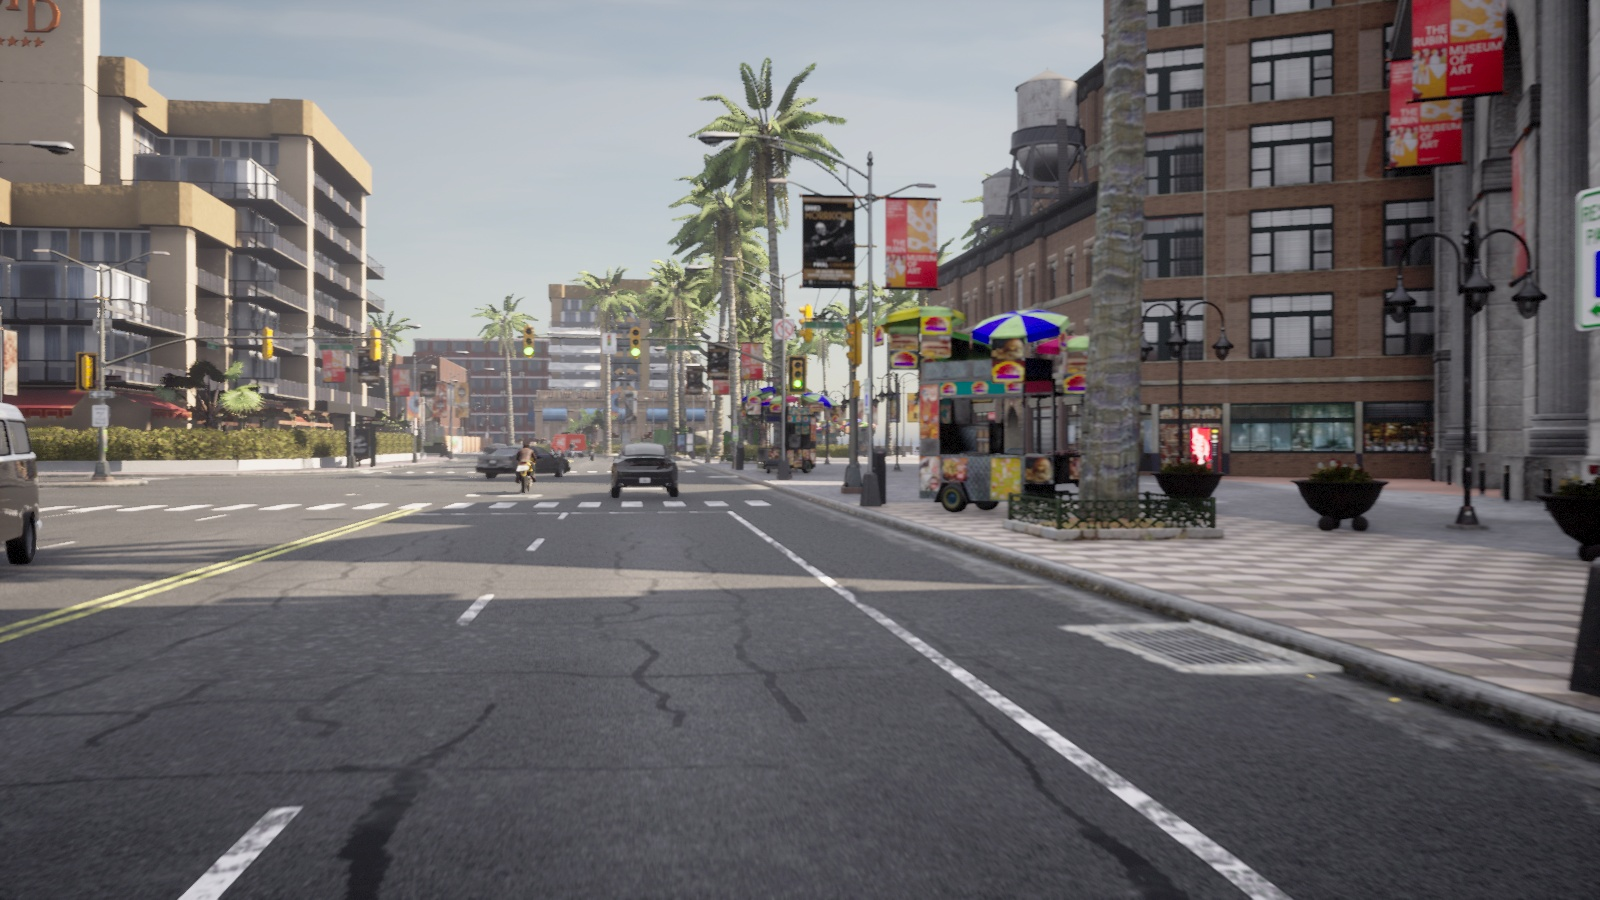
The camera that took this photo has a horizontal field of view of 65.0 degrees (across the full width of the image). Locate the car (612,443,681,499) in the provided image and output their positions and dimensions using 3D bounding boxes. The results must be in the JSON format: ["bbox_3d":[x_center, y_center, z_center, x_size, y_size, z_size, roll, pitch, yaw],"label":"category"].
[{"bbox_3d":[-4.456,0.547,36.203,1.837,1.490,4.892,0,0,-8],"label":"car"}]

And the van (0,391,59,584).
[{"bbox_3d":[-9.839,0.390,13.965,2.069,2.038,4.480,0,0,-22],"label":"van"}]

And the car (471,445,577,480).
[{"bbox_3d":[-11.675,0.490,53.600,2.033,1.411,5.357,0,0,17],"label":"car"}]

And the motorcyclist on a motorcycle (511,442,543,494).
[{"bbox_3d":[-8.206,0.514,37.814,0.797,1.523,2.044,0,0,-8],"label":"motorcyclist on a motorcycle"}]
